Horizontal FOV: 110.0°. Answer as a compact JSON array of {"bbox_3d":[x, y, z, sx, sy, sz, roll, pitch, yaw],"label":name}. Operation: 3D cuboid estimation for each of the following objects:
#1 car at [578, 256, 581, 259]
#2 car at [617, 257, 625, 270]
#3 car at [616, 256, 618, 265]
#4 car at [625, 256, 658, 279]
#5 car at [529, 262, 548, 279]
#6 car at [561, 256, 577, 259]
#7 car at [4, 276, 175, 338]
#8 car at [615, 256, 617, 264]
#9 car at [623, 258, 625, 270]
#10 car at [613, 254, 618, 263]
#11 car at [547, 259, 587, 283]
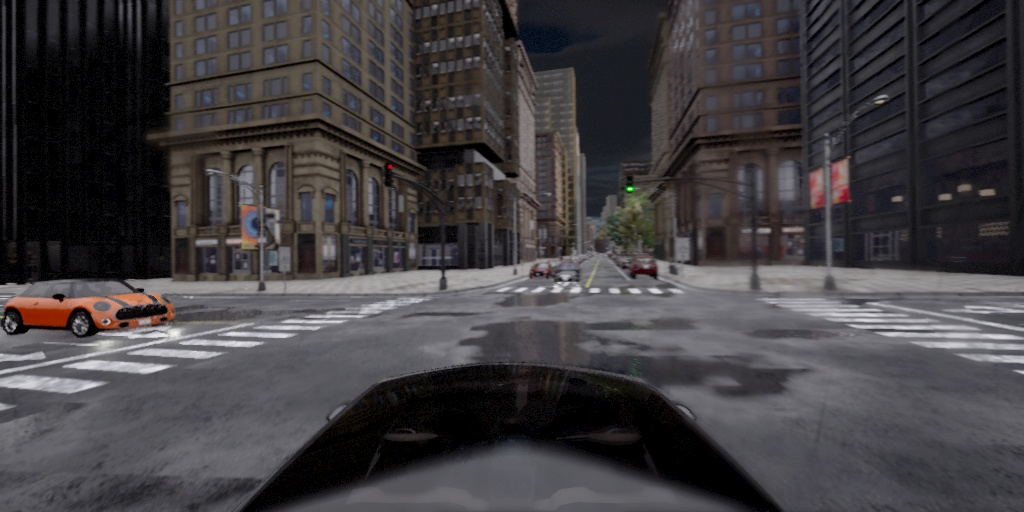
[{"bbox_3d":[10.814,0.948,64.412,1.967,1.591,4.097,0,0,14],"label":"car"},{"bbox_3d":[15.030,1.081,46.214,1.948,1.339,4.313,0,0,14],"label":"car"},{"bbox_3d":[16.423,1.004,51.754,1.751,1.417,4.829,0,0,14],"label":"car"},{"bbox_3d":[10.977,0.919,30.093,2.192,1.841,5.009,0,0,14],"label":"car"},{"bbox_3d":[2.710,1.262,32.170,1.888,1.381,4.507,0,0,14],"label":"car"},{"bbox_3d":[8.113,0.906,53.664,2.192,1.841,5.009,0,0,14],"label":"car"},{"bbox_3d":[-13.592,1.517,11.657,4.553,1.767,2.097,-1,-1,13],"label":"car"},{"bbox_3d":[17.732,1.021,56.963,1.802,1.307,4.207,0,0,14],"label":"car"},{"bbox_3d":[12.328,1.122,35.466,1.888,1.381,4.507,0,0,14],"label":"car"},{"bbox_3d":[19.083,0.836,62.338,1.967,1.591,4.097,0,0,14],"label":"car"},{"bbox_3d":[4.262,1.247,27.061,2.128,1.511,4.902,-1,1,14],"label":"car"}]
